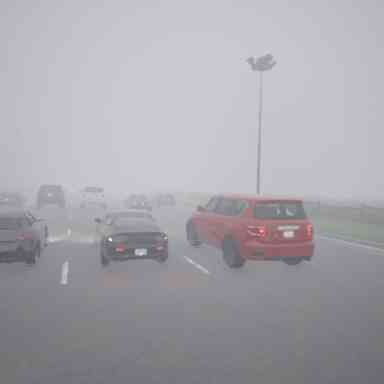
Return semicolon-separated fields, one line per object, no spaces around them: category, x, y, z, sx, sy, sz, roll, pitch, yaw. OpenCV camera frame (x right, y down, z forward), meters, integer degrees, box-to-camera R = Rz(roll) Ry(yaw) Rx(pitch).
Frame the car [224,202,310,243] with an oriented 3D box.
car;3.408;1.320;16.168;1.812;1.442;4.674;1;1;-19

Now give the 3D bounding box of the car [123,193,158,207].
car;-4.723;0.909;28.619;2.033;1.411;5.357;1;1;-19

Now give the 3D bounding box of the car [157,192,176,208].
car;-3.108;0.785;34.555;2.128;1.511;4.902;1;1;-19

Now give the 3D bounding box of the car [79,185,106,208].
car;-9.394;0.414;31.357;2.150;2.045;5.566;1;1;-19

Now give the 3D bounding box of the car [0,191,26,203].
car;-16.471;0.594;30.353;1.994;1.385;4.181;1;1;-20

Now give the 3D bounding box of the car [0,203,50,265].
car;-5.584;1.241;10.094;1.994;1.385;4.181;1;1;-19

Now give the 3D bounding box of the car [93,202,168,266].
car;-2.048;1.283;10.582;1.812;1.442;4.674;1;1;-19

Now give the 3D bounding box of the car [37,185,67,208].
car;-12.683;0.352;30.165;2.150;2.045;5.566;1;1;-19

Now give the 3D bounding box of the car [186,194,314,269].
car;1.556;1.068;10.887;2.150;2.045;5.566;1;1;-19
